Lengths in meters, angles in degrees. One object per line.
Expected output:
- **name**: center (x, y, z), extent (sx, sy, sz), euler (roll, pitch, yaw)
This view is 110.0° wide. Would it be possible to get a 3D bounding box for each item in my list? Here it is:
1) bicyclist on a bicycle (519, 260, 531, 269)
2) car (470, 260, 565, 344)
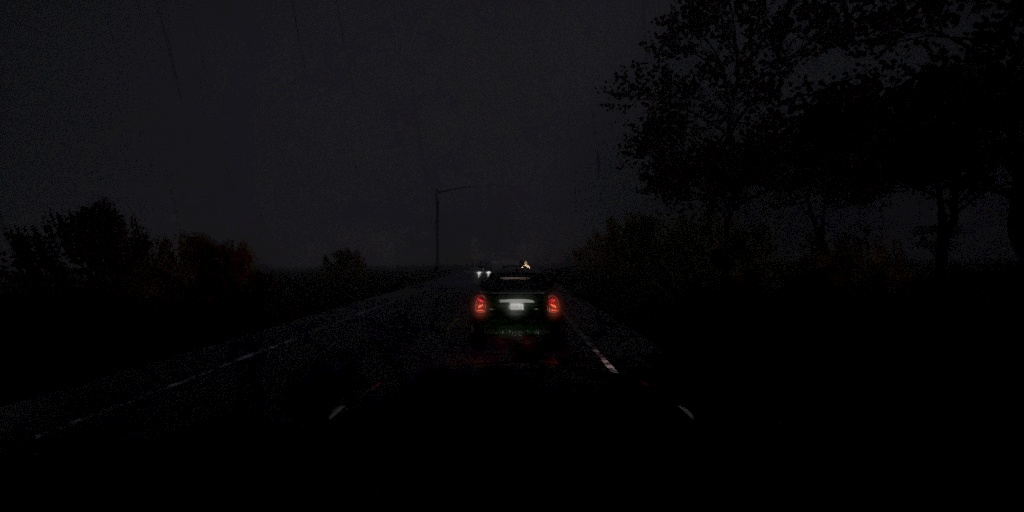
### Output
- **bicyclist on a bicycle**: center (0.981, 1.177, 25.574), extent (0.866, 1.612, 1.509), euler (0, 0, 1)
- **car**: center (0.115, 1.099, 9.751), extent (2.097, 1.767, 4.553), euler (0, 0, 0)
